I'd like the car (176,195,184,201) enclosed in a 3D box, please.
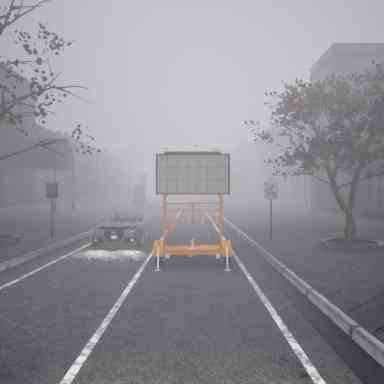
[{"bbox_3d":[-2.820,1.382,78.550,1.812,1.442,4.674,0,1,0],"label":"car"}]

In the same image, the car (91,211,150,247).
[{"bbox_3d":[-3.066,1.585,15.047,1.994,1.385,4.181,0,0,0],"label":"car"}]

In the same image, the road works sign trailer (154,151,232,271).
[{"bbox_3d":[0.025,0.480,10.926,2.380,3.560,2.880,0,0,0],"label":"road works sign trailer"}]
